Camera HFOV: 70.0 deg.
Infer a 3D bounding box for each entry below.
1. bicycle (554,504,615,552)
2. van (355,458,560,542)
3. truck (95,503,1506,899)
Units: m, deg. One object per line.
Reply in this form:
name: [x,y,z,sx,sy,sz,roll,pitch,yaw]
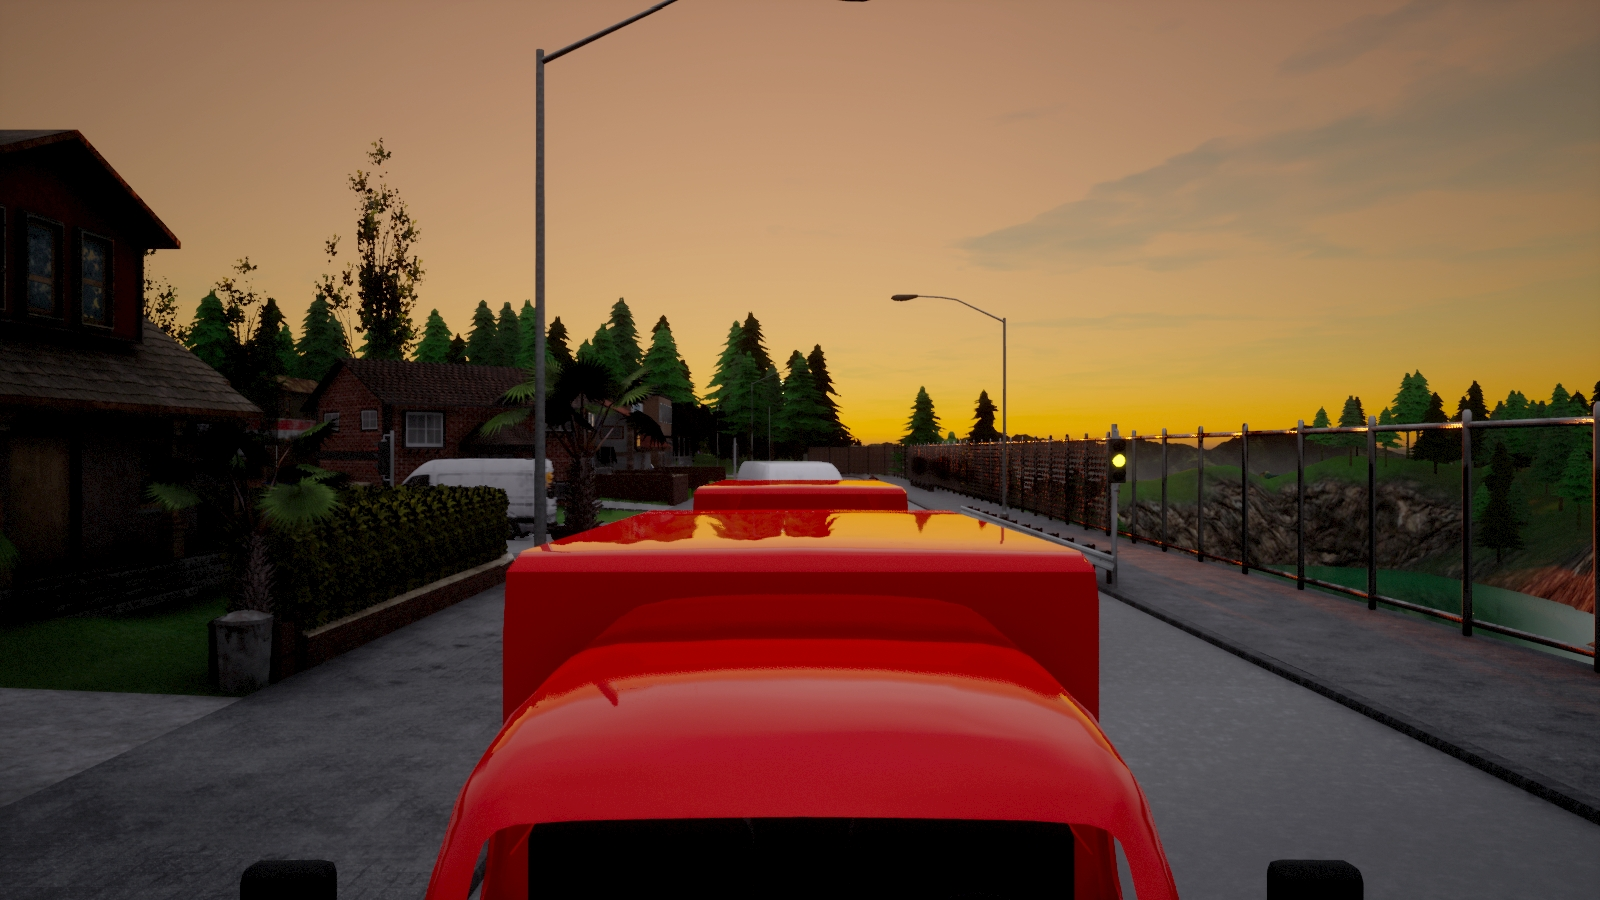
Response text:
bicycle: [-6.027,2.170,32.019,1.487,1.276,0.859,0,0,8]
van: [-10.804,1.548,36.290,5.915,2.561,1.988,0,0,1]
truck: [-0.001,1.570,4.728,2.627,2.467,5.204,0,0,0]
